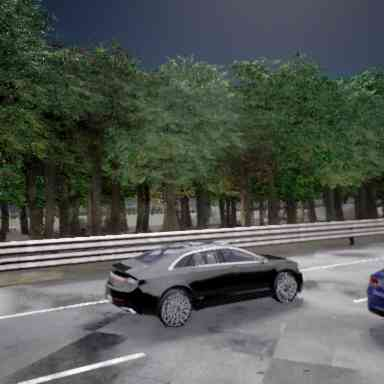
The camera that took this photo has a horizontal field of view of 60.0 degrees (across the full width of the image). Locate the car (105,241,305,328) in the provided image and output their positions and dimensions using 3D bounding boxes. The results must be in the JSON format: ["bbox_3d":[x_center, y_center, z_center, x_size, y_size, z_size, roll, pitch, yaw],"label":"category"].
[{"bbox_3d":[0.479,1.913,7.849,4.902,1.511,2.128,0,-3,-29],"label":"car"}]

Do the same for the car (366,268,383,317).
[{"bbox_3d":[5.438,1.742,6.579,4.674,1.442,1.812,0,-3,-29],"label":"car"}]
